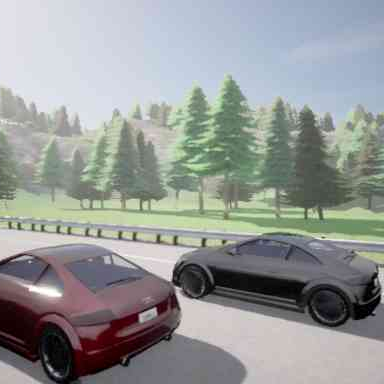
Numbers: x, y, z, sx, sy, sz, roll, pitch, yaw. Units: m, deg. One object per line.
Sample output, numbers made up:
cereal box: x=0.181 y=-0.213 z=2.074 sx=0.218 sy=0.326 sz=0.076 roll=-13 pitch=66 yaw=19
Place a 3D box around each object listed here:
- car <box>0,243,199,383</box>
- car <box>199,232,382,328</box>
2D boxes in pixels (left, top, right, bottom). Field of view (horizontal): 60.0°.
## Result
car: x=-2.228 y=1.562 z=5.433 sx=4.181 sy=1.385 sz=1.994 roll=0 pitch=0 yaw=34
car: x=1.615 y=1.560 z=7.051 sx=4.181 sy=1.385 sz=1.994 roll=0 pitch=0 yaw=34
